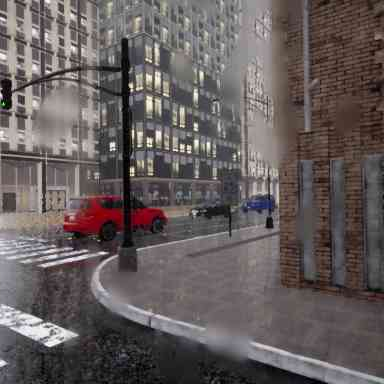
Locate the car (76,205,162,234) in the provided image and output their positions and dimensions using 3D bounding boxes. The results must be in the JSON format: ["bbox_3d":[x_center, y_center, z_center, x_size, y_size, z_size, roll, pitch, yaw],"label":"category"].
[{"bbox_3d":[-4.446,1.614,21.115,2.033,1.411,5.357,-1,-1,36],"label":"car"}]

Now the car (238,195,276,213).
[{"bbox_3d":[7.727,1.329,38.097,2.150,2.045,5.566,-1,-1,36],"label":"car"}]

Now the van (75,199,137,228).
[{"bbox_3d":[-5.964,1.460,23.450,1.690,1.788,3.998,-2,-1,36],"label":"van"}]

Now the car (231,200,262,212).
[{"bbox_3d":[6.870,1.689,41.360,1.752,1.417,4.829,-2,-1,36],"label":"car"}]

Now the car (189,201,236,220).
[{"bbox_3d":[1.636,1.578,29.603,2.128,1.511,4.902,-1,-1,36],"label":"car"}]

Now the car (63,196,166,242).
[{"bbox_3d":[-3.676,1.219,16.691,2.150,2.045,5.566,-1,-1,35],"label":"car"}]
